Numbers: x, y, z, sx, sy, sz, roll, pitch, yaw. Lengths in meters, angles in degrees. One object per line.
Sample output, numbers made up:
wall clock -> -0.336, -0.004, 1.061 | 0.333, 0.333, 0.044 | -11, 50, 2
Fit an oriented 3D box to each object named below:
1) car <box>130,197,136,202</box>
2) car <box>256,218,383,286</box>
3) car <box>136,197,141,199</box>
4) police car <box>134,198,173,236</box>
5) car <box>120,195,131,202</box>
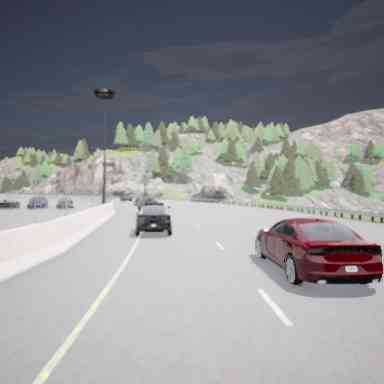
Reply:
car -> -8.054, 1.472, 52.982 | 2.033, 1.411, 5.357 | 0, 0, -17
car -> 3.220, 1.457, 9.447 | 1.882, 1.535, 5.008 | 0, 0, -3
car -> -4.571, 1.455, 34.631 | 1.837, 1.490, 4.892 | 0, 0, -11
police car -> -2.106, 1.398, 18.560 | 1.930, 1.638, 5.238 | 0, 0, -6
car -> -13.585, 1.274, 68.842 | 1.994, 1.385, 4.181 | 0, 0, -24
